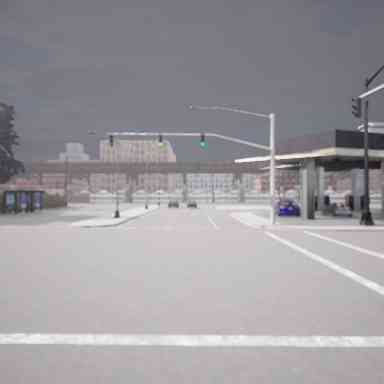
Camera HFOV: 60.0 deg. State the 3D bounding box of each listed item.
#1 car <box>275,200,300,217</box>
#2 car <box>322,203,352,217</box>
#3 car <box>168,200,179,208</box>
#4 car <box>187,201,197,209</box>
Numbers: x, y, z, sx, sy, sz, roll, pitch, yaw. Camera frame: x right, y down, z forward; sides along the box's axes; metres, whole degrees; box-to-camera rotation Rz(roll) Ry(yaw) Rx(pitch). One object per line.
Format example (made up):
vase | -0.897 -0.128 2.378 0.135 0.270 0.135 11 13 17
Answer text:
car | 9.711 1.701 34.887 2.242 1.667 4.611 0 -1 0
car | 15.456 1.870 35.648 1.970 1.475 3.806 0 -1 0
car | -3.396 2.207 61.486 2.128 1.511 4.902 0 -1 0
car | 0.003 2.240 59.559 2.033 1.411 5.357 0 -1 0
